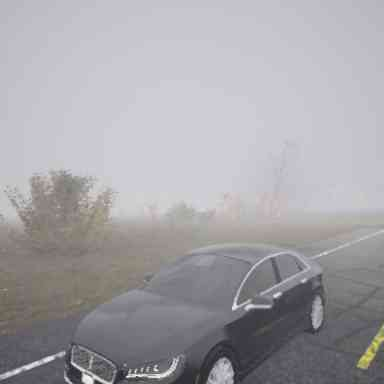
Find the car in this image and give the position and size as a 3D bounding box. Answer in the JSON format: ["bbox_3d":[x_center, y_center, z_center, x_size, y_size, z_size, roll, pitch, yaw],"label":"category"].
[{"bbox_3d":[0.534,1.635,5.121,1.837,1.490,4.892,-2,-2,40],"label":"car"}]
